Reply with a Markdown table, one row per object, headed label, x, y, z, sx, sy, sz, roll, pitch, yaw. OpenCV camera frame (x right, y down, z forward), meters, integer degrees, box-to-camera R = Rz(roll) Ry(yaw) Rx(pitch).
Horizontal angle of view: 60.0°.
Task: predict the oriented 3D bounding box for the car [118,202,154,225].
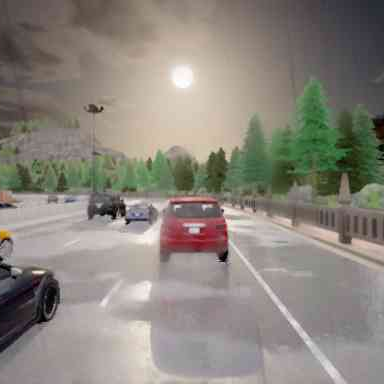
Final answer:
| label | x | y | z | sx | sy | sz | roll | pitch | yaw |
| --- | --- | --- | --- | --- | --- | --- | --- | --- | --- |
| car | -3.488 | 1.493 | 23.667 | 2.033 | 1.411 | 5.357 | 0 | 0 | 0 |

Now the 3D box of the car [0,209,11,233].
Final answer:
| label | x | y | z | sx | sy | sz | roll | pitch | yaw |
| --- | --- | --- | --- | --- | --- | --- | --- | --- | --- |
| car | -6.935 | 1.470 | 9.160 | 1.882 | 1.535 | 5.008 | 0 | 0 | 0 |

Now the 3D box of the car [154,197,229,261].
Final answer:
| label | x | y | z | sx | sy | sz | roll | pitch | yaw |
| --- | --- | --- | --- | --- | --- | --- | --- | --- | --- |
| car | 0.057 | 1.189 | 12.230 | 2.150 | 2.045 | 5.566 | 0 | 0 | 0 |

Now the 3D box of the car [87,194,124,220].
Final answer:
| label | x | y | z | sx | sy | sz | roll | pitch | yaw |
| --- | --- | --- | --- | --- | --- | --- | --- | --- | --- |
| car | -7.003 | 1.164 | 27.709 | 2.150 | 2.045 | 5.566 | 0 | 0 | 0 |

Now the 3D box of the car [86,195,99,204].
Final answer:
| label | x | y | z | sx | sy | sz | roll | pitch | yaw |
| --- | --- | --- | --- | --- | --- | --- | --- | --- | --- |
| car | -18.747 | 1.375 | 62.654 | 2.128 | 1.511 | 4.902 | 0 | 0 | -16 |

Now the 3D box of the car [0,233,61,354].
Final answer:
| label | x | y | z | sx | sy | sz | roll | pitch | yaw |
| --- | --- | --- | --- | --- | --- | --- | --- | --- | --- |
| car | -3.429 | 1.561 | 4.503 | 1.994 | 1.385 | 4.181 | 0 | 0 | 0 |

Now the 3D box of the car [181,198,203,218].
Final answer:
| label | x | y | z | sx | sy | sz | roll | pitch | yaw |
| --- | --- | --- | --- | --- | --- | --- | --- | --- | --- |
| car | -0.021 | 1.397 | 30.185 | 1.882 | 1.535 | 5.008 | 0 | 0 | -1 |
